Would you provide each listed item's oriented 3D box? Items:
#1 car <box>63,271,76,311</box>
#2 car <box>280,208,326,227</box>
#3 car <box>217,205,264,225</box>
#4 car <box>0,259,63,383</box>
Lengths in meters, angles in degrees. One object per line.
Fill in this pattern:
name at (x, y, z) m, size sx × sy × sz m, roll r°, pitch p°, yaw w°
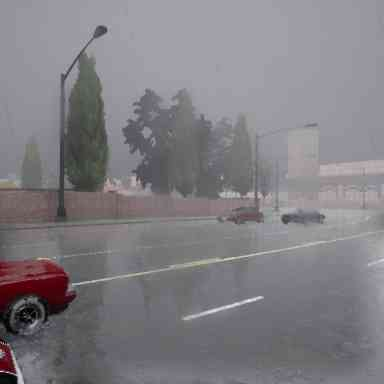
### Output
car at (-4.316, 1.601, 5.004) m, size 4.718 × 1.301 × 1.895 m, roll 0°, pitch 0°, yaw -35°
car at (8.847, 1.974, 26.367) m, size 1.895 × 1.301 × 4.718 m, roll 0°, pitch -2°, yaw 41°
car at (3.969, 1.789, 26.246) m, size 1.812 × 1.442 × 4.674 m, roll 0°, pitch -2°, yaw 43°
car at (-3.240, 1.353, 1.540) m, size 4.553 × 1.767 × 2.097 m, roll 0°, pitch 0°, yaw -34°
